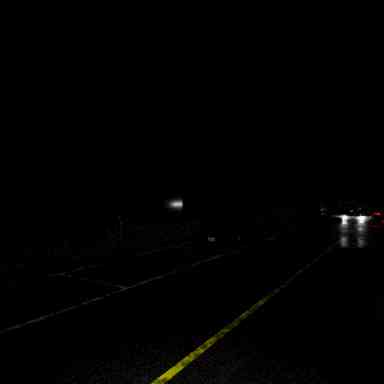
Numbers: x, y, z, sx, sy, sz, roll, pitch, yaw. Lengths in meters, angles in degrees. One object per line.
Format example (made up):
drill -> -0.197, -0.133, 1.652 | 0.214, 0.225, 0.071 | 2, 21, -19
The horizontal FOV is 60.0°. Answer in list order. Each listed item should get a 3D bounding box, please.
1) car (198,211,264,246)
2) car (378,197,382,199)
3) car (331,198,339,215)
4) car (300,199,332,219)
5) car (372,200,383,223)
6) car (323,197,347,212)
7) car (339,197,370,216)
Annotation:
car -> 1.965, 1.566, 15.436 | 1.947, 1.339, 4.313 | 0, 0, 32
car -> 20.118, 1.527, 33.525 | 1.812, 1.442, 4.674 | 0, 0, 32
car -> 13.781, 1.567, 34.112 | 1.947, 1.339, 4.313 | 0, 0, 32
car -> 10.827, 1.583, 29.443 | 1.802, 1.307, 4.206 | 0, 0, 32
car -> 14.566, 1.549, 24.570 | 2.033, 1.411, 5.357 | 0, 0, 32
car -> 16.735, 1.442, 38.781 | 1.967, 1.590, 4.097 | 0, 0, 32
car -> 16.148, 1.527, 33.003 | 1.812, 1.442, 4.674 | 0, 0, 33
